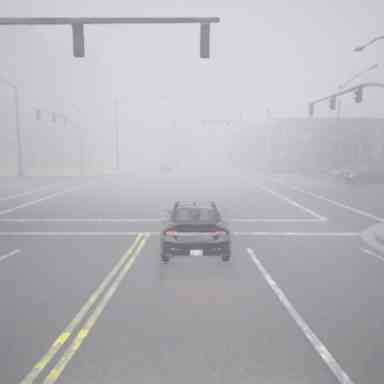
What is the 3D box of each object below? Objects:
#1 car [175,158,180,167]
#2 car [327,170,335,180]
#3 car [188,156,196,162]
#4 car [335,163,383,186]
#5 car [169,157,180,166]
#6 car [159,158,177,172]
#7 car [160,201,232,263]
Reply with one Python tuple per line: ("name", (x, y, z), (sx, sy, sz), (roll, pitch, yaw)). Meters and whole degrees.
("car", (-3.512, -4.901, 57.849), (1.994, 1.385, 4.181), (0, 7, 0))
("car", (15.962, -1.969, 33.243), (4.553, 1.767, 2.097), (0, 7, 0))
("car", (-0.018, -8.721, 87.640), (1.994, 1.385, 4.181), (0, 7, 0))
("car", (15.796, -1.525, 29.772), (4.553, 1.767, 2.097), (0, 7, 0))
("car", (-3.514, -6.240, 67.837), (1.837, 1.490, 4.892), (0, 7, 0))
("car", (-3.579, -3.686, 47.875), (1.837, 1.490, 4.892), (0, 7, 0))
("car", (0.072, 1.009, 10.227), (2.128, 1.511, 4.902), (0, 5, -1))
